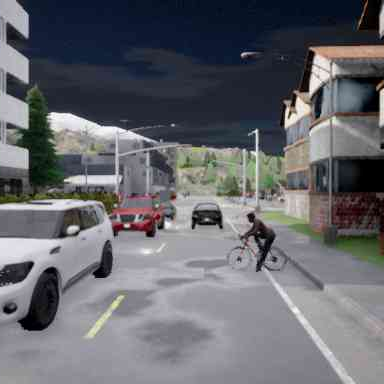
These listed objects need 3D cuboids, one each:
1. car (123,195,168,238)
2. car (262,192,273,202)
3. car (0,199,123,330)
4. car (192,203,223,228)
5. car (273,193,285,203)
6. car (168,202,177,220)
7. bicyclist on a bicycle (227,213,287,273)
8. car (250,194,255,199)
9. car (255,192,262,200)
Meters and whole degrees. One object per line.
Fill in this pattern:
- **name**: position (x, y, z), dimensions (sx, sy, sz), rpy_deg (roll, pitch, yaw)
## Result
- **car**: position (-2.853, 1.205, 18.095), dimensions (2.150, 2.045, 5.566), rpy_deg (0, 0, 3)
- **car**: position (17.034, 1.112, 66.050), dimensions (5.027, 1.636, 2.152), rpy_deg (0, 0, 2)
- **car**: position (-3.359, 1.217, 7.292), dimensions (2.150, 2.045, 5.566), rpy_deg (0, 0, 3)
- **car**: position (0.991, 1.458, 21.843), dimensions (1.882, 1.535, 5.008), rpy_deg (0, 0, 3)
- **car**: position (17.073, 1.196, 59.624), dimensions (3.806, 1.475, 1.970), rpy_deg (0, 0, 2)
- **car**: position (-2.359, 1.539, 27.448), dimensions (1.994, 1.385, 4.181), rpy_deg (0, 0, 3)
- **bicyclist on a bicycle**: position (1.801, 1.409, 9.246), dimensions (1.656, 1.620, 0.582), rpy_deg (0, 0, 3)
- **car**: position (17.315, 1.042, 81.753), dimensions (4.605, 1.855, 1.932), rpy_deg (0, 0, 2)
- **car**: position (17.599, 1.024, 78.832), dimensions (3.866, 1.878, 1.905), rpy_deg (0, 0, 2)
